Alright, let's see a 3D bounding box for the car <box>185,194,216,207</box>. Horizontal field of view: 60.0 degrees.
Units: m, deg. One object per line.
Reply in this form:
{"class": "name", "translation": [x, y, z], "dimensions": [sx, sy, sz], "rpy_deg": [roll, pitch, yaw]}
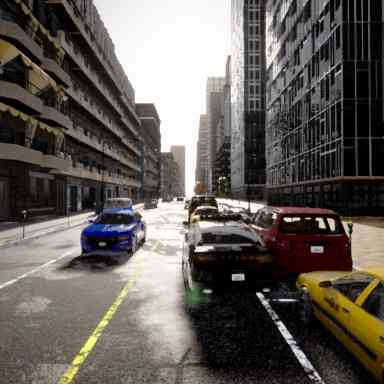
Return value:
{"class": "car", "translation": [0.775, 1.241, 24.942], "dimensions": [2.150, 2.045, 5.566], "rpy_deg": [0, 0, -1]}

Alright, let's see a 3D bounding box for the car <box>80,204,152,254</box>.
{"class": "car", "translation": [-3.029, 1.484, 13.704], "dimensions": [1.882, 1.535, 5.008], "rpy_deg": [0, 0, 0]}

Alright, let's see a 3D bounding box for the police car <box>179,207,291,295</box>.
{"class": "police car", "translation": [0.719, 1.429, 8.952], "dimensions": [1.930, 1.638, 5.238], "rpy_deg": [0, 0, -4]}

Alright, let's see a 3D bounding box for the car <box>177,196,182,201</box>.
{"class": "car", "translation": [-3.186, 1.761, 87.093], "dimensions": [1.994, 1.385, 4.181], "rpy_deg": [0, 0, 0]}

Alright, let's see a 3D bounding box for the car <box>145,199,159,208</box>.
{"class": "car", "translation": [-5.783, 1.646, 48.181], "dimensions": [1.802, 1.307, 4.206], "rpy_deg": [1, 0, 0]}

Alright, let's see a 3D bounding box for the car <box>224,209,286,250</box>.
{"class": "car", "translation": [2.670, 1.574, 15.061], "dimensions": [1.947, 1.339, 4.313], "rpy_deg": [1, 0, 0]}

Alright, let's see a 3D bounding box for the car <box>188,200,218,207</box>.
{"class": "car", "translation": [0.812, 1.467, 19.081], "dimensions": [1.801, 1.575, 5.366], "rpy_deg": [0, 0, 0]}

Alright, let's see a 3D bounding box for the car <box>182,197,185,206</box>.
{"class": "car", "translation": [-0.091, 1.586, 46.785], "dimensions": [1.812, 1.442, 4.674], "rpy_deg": [0, 0, 0]}

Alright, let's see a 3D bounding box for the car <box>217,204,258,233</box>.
{"class": "car", "translation": [2.658, 1.558, 20.585], "dimensions": [1.887, 1.381, 4.507], "rpy_deg": [1, 0, 0]}

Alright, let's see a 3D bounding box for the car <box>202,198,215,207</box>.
{"class": "car", "translation": [2.585, 1.645, 53.721], "dimensions": [1.947, 1.339, 4.313], "rpy_deg": [1, 0, 0]}

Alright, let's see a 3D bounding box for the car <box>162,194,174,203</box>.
{"class": "car", "translation": [-5.842, 1.694, 75.795], "dimensions": [1.887, 1.381, 4.507], "rpy_deg": [1, 0, 0]}

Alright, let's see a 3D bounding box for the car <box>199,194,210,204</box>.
{"class": "car", "translation": [2.552, 1.445, 70.291], "dimensions": [2.192, 1.841, 5.009], "rpy_deg": [1, 0, 0]}

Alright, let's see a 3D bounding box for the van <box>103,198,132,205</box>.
{"class": "van", "translation": [-5.731, 1.361, 26.091], "dimensions": [1.690, 1.788, 3.998], "rpy_deg": [1, 0, 0]}

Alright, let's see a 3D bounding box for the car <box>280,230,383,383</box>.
{"class": "car", "translation": [2.694, 1.527, 4.187], "dimensions": [1.752, 1.417, 4.829], "rpy_deg": [1, 0, 0]}

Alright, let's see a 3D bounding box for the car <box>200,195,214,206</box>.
{"class": "car", "translation": [2.577, 1.410, 59.245], "dimensions": [2.192, 1.841, 5.009], "rpy_deg": [1, 0, 0]}

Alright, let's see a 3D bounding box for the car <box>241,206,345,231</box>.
{"class": "car", "translation": [2.685, 1.319, 9.539], "dimensions": [2.192, 1.841, 5.009], "rpy_deg": [1, 0, 0]}
